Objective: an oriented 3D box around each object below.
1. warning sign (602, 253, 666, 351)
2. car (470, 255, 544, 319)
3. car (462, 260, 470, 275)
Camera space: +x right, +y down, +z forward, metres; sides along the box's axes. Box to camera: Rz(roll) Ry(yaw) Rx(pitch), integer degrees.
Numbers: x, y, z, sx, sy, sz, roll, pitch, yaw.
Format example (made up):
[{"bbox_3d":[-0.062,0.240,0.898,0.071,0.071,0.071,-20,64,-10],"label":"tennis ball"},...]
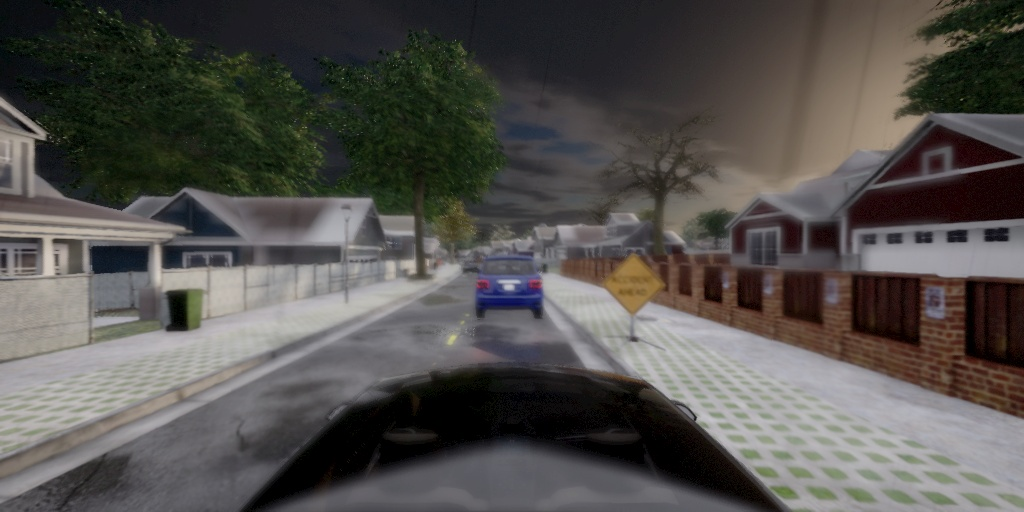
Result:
[{"bbox_3d":[2.475,0.874,7.367,1.300,1.860,1.060,0,0,-1],"label":"warning sign"},{"bbox_3d":[-0.105,0.995,13.045,2.150,2.045,5.566,0,0,-1],"label":"car"},{"bbox_3d":[-4.497,1.441,39.761,1.895,1.301,4.718,0,0,-5],"label":"car"}]
